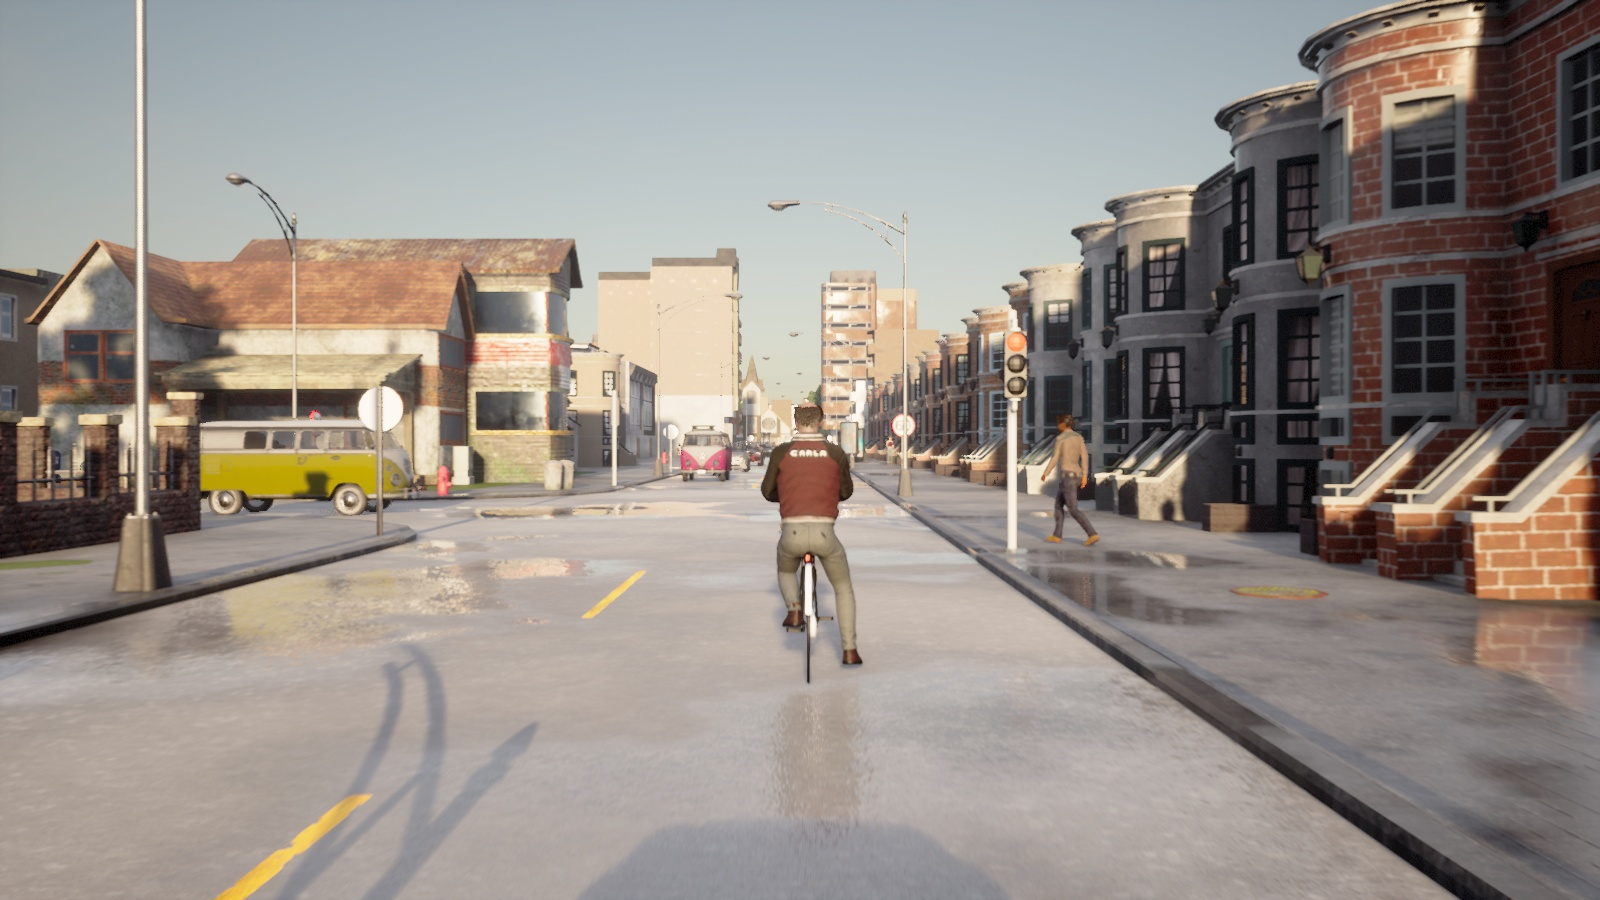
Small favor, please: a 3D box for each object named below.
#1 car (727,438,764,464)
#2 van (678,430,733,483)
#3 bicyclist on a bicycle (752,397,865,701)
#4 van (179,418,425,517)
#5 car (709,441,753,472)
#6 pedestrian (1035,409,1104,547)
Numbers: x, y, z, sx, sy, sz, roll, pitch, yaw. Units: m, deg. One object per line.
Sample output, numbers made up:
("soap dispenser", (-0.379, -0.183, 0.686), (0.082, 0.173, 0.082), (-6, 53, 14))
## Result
("car", (-3.467, 0.064, 81.373), (2.152, 1.651, 5.027), (0, 0, 0))
("van", (-3.680, 0.218, 49.344), (1.775, 1.987, 4.442), (0, 0, 1))
("bicyclist on a bicycle", (0.057, 0.570, 8.260), (0.659, 1.776, 1.843), (0, 1, 0))
("van", (-10.327, 0.343, 26.254), (4.442, 1.987, 1.775), (0, 0, 0))
("car", (-3.573, 0.320, 65.672), (2.007, 1.525, 4.514), (0, 0, 0))
("pedestrian", (3.612, 0.364, 16.835), (0.328, 1.805, 0.869), (0, 0, -43))
